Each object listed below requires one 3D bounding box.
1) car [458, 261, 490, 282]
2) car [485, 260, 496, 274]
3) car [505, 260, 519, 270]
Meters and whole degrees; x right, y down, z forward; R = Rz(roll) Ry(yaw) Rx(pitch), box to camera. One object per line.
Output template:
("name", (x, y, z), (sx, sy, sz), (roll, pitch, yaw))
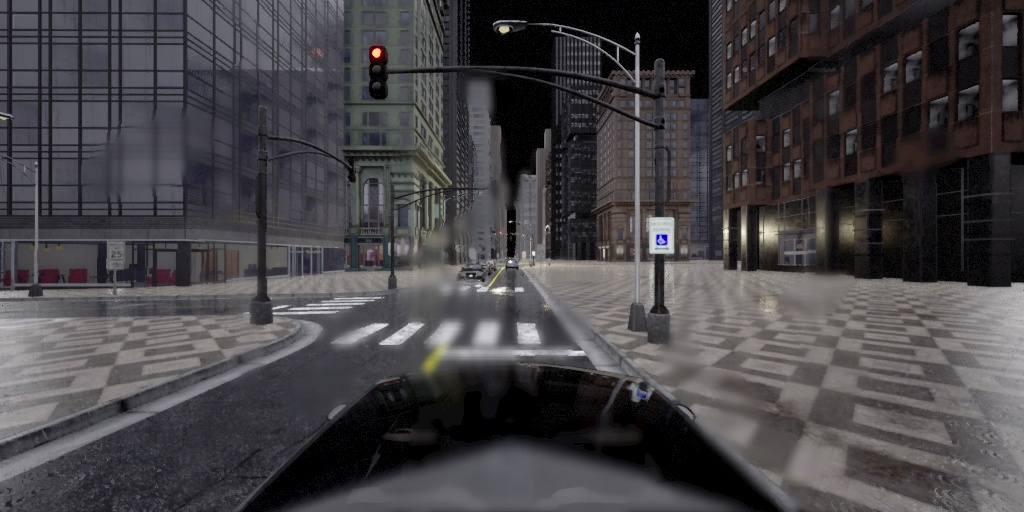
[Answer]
("car", (-3.109, 1.314, 28.945), (1.994, 1.385, 4.181), (0, 0, 0))
("car", (-3.102, 1.244, 37.916), (2.128, 1.511, 4.902), (0, 0, 0))
("car", (-0.010, 1.325, 53.357), (1.994, 1.385, 4.181), (0, 0, 0))
